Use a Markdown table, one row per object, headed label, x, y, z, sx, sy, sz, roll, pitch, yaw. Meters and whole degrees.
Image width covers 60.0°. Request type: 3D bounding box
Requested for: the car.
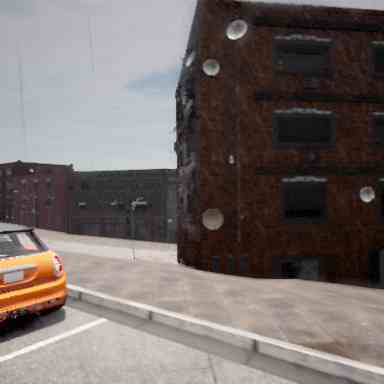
| label | x | y | z | sx | sy | sz | roll | pitch | yaw |
| --- | --- | --- | --- | --- | --- | --- | --- | --- | --- |
| car | -4.526 | 1.366 | 6.476 | 4.553 | 1.767 | 2.185 | 0 | 0 | 35 |
